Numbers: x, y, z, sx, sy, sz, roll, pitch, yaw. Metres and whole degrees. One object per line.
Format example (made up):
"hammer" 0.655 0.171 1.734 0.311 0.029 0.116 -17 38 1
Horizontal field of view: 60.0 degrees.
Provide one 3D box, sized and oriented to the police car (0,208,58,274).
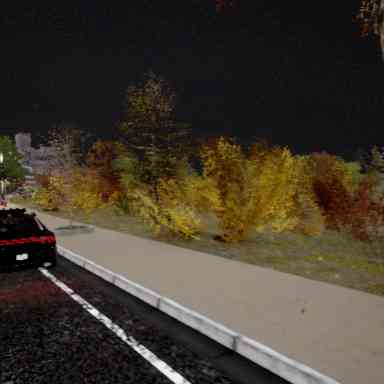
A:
"police car" -5.532 1.305 9.865 1.930 1.638 5.238 -2 2 -37
